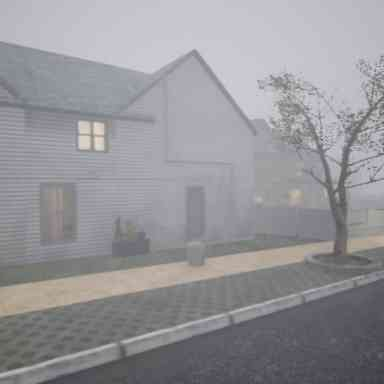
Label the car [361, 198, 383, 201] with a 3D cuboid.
[{"bbox_3d":[22.548,1.535,40.923,2.128,1.511,4.902,-1,2,-36],"label":"car"}]
